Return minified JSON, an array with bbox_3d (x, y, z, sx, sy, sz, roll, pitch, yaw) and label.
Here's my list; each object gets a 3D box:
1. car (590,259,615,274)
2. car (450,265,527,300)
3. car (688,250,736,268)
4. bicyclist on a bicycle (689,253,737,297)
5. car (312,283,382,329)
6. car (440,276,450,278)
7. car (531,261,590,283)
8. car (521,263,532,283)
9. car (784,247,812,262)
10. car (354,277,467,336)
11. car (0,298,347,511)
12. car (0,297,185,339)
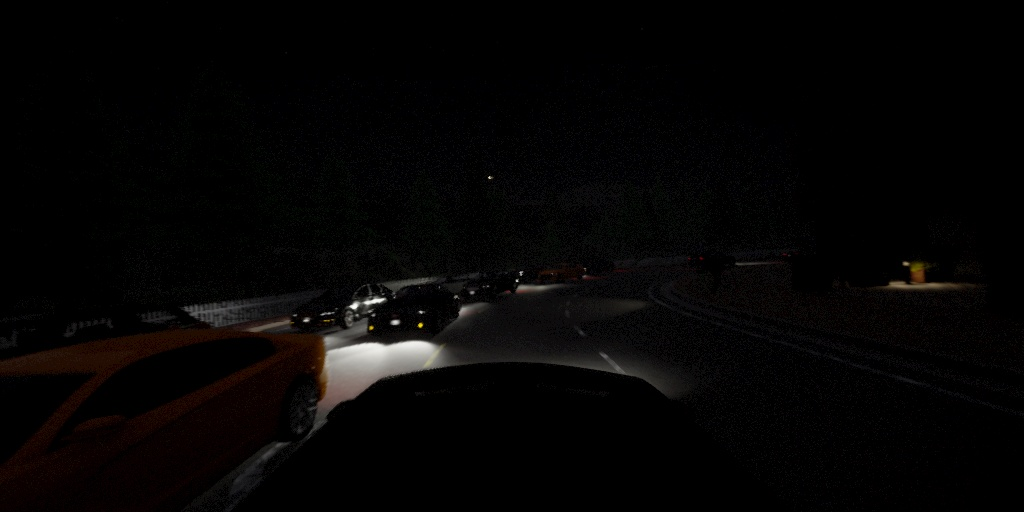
[{"bbox_3d":[9.012,1.151,38.741,4.892,1.490,1.837,-3,-1,-33],"label":"car"},{"bbox_3d":[-1.161,1.580,20.629,2.128,1.511,4.902,-4,-1,22],"label":"car"},{"bbox_3d":[20.417,0.188,36.594,4.553,1.767,2.097,-4,-1,-14],"label":"car"},{"bbox_3d":[7.384,0.700,13.267,1.656,1.620,0.582,-4,-1,10],"label":"bicyclist on a bicycle"},{"bbox_3d":[-6.302,1.852,14.016,1.837,1.490,4.892,-4,-1,9],"label":"car"},{"bbox_3d":[-3.956,1.913,22.962,1.895,1.301,4.718,-4,-1,24],"label":"car"},{"bbox_3d":[4.116,1.332,29.668,1.882,1.535,5.008,-5,-1,41],"label":"car"},{"bbox_3d":[1.431,1.419,31.760,2.097,1.767,4.553,-5,-1,41],"label":"car"},{"bbox_3d":[28.360,-0.178,34.086,4.181,1.385,1.994,-4,-1,0],"label":"car"},{"bbox_3d":[-3.058,1.659,11.901,1.994,1.385,4.181,-4,-1,5],"label":"car"},{"bbox_3d":[-3.494,1.477,2.919,1.882,1.535,5.008,-4,-1,0],"label":"car"},{"bbox_3d":[-6.858,1.612,5.136,2.097,1.767,4.553,-4,-1,2],"label":"car"}]
